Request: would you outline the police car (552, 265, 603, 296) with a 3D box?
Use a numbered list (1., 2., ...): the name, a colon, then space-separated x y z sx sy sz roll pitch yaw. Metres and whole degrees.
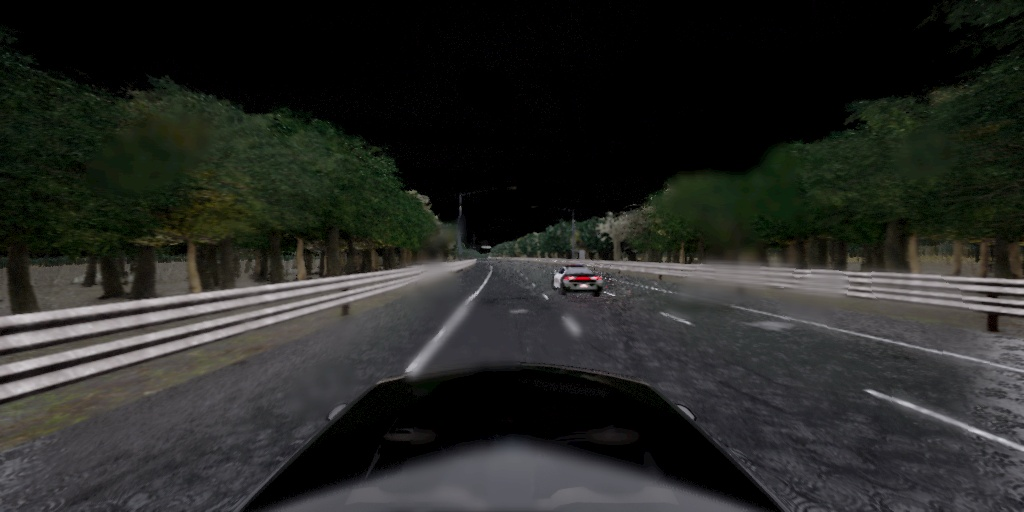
1. police car: 3.343 1.256 19.390 2.038 1.542 4.974 0 0 -1
